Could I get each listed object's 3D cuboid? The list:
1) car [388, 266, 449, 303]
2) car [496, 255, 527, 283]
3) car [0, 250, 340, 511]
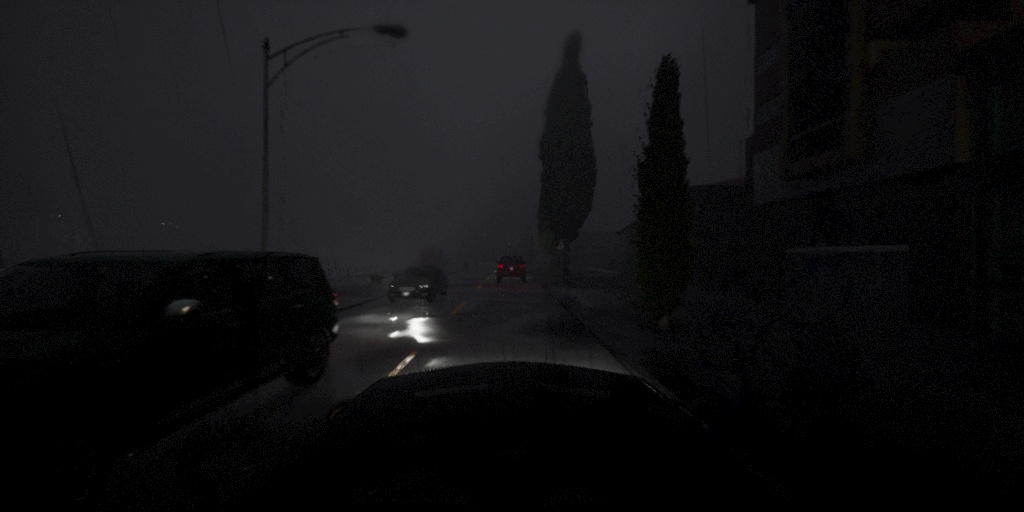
[{"bbox_3d":[-4.136,1.211,16.457,2.128,1.511,4.902,0,0,0],"label":"car"},{"bbox_3d":[-0.031,0.962,27.742,2.150,2.045,5.566,0,0,0],"label":"car"},{"bbox_3d":[-4.102,0.944,4.079,2.150,2.045,5.566,0,0,0],"label":"car"}]
